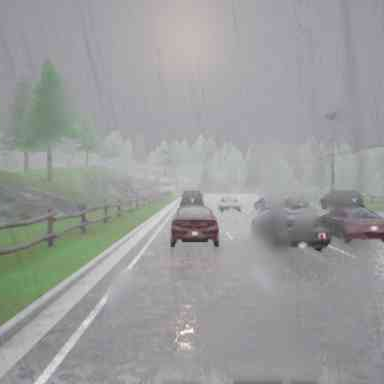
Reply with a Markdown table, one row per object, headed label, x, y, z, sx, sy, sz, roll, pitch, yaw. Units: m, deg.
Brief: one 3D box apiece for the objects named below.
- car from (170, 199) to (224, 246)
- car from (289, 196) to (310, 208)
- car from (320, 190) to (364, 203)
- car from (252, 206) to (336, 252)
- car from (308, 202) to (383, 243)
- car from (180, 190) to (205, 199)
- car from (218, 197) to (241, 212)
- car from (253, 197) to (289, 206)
| label | x | y | z | sx | sy | sz | roll | pitch | yaw |
| --- | --- | --- | --- | --- | --- | --- | --- | --- | --- |
| car | 0.104 | 1.283 | 14.327 | 1.882 | 1.535 | 5.008 | 0 | 1 | 0 |
| car | 10.559 | 1.104 | 34.030 | 1.994 | 1.385 | 4.181 | 0 | 1 | 0 |
| car | 14.034 | 0.798 | 31.386 | 2.150 | 2.045 | 5.566 | 0 | 1 | 1 |
| car | 3.603 | 1.423 | 13.042 | 1.895 | 1.301 | 4.718 | 0 | 1 | 0 |
| car | 7.103 | 1.359 | 14.969 | 1.994 | 1.385 | 4.181 | 0 | 1 | 0 |
| car | 0.044 | 0.786 | 32.292 | 2.150 | 2.045 | 5.566 | 0 | 1 | 1 |
| car | 3.541 | 1.165 | 32.188 | 1.895 | 1.301 | 4.718 | 0 | 1 | 1 |
| car | 7.031 | 1.127 | 31.031 | 2.033 | 1.411 | 5.357 | 0 | 1 | 1 |
